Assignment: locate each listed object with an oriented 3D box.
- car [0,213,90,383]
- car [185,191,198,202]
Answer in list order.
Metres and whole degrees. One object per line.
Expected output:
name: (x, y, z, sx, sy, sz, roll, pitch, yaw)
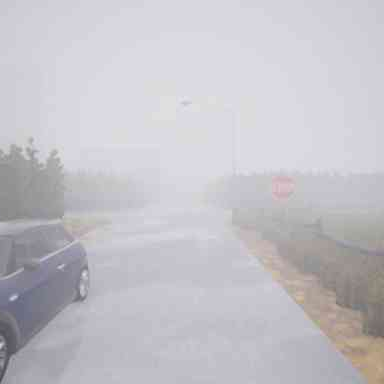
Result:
car: (-3.170, 1.305, 5.008, 2.097, 1.767, 4.553, 0, 1, 0)
car: (-0.032, 0.838, 61.305, 2.150, 2.045, 5.566, 0, 0, 0)
